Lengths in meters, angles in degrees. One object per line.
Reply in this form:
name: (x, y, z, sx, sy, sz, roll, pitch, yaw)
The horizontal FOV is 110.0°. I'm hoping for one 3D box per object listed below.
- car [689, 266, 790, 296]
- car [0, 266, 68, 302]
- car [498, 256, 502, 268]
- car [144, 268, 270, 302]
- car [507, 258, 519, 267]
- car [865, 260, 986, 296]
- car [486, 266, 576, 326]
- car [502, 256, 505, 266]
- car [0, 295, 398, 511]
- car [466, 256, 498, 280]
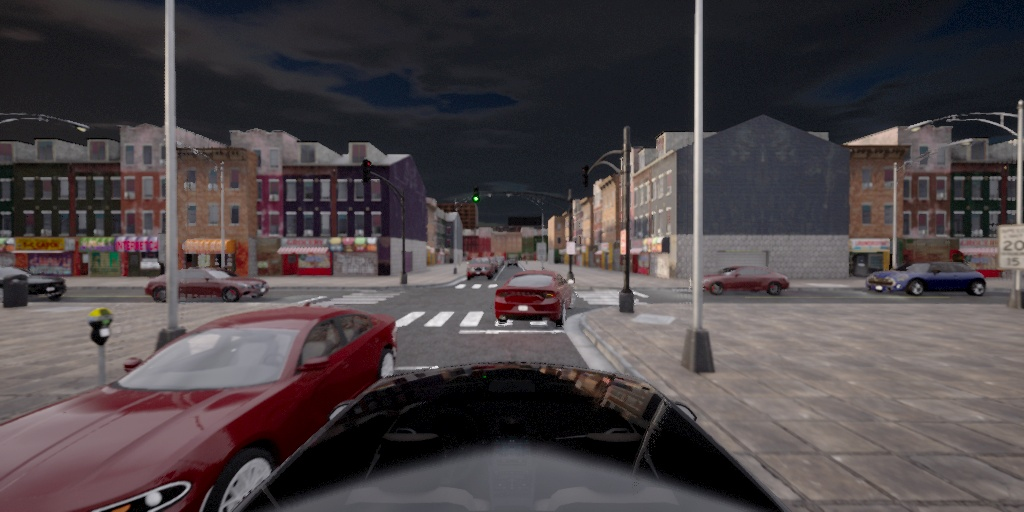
car: (11.755, 1.237, 18.668, 4.674, 1.442, 1.812, 0, 1, 2)
car: (-22.794, 1.183, 15.787, 5.008, 1.535, 1.882, 0, 1, 0)
car: (-2.631, 0.970, 41.166, 2.192, 1.841, 5.009, 0, 0, 0)
car: (-13.336, 1.239, 15.806, 4.674, 1.442, 1.812, 0, 1, -1)
car: (0.111, 1.130, 61.153, 1.837, 1.490, 4.892, 0, 0, 0)
car: (21.328, 1.076, 18.650, 4.553, 1.767, 2.097, 0, 1, 0)
car: (0.922, 1.202, 11.776, 1.882, 1.535, 5.008, 0, 0, 15)
car: (-2.628, 1.180, 57.446, 2.007, 1.370, 4.403, 0, 0, 0)
car: (-2.637, 1.289, 3.903, 1.888, 1.381, 4.507, 0, 0, 0)
car: (-2.633, 0.992, 30.312, 2.192, 1.841, 5.009, 0, 0, 0)
